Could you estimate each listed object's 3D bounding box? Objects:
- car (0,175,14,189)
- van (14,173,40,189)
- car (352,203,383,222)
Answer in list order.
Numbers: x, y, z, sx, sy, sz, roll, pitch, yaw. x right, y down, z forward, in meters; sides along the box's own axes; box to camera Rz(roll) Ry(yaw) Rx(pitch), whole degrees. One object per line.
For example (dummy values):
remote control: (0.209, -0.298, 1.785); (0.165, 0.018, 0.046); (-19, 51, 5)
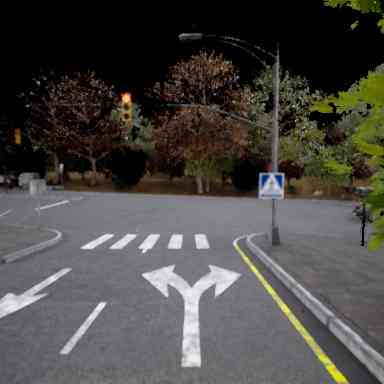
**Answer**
car: (-23.312, -1.431, 42.004); (2.185, 1.767, 4.553); (0, 5, -13)
van: (-20.342, -1.403, 41.610); (1.878, 1.987, 4.442); (1, 5, -14)
car: (15.150, 1.610, 25.959); (4.892, 1.490, 1.837); (4, 5, 1)
